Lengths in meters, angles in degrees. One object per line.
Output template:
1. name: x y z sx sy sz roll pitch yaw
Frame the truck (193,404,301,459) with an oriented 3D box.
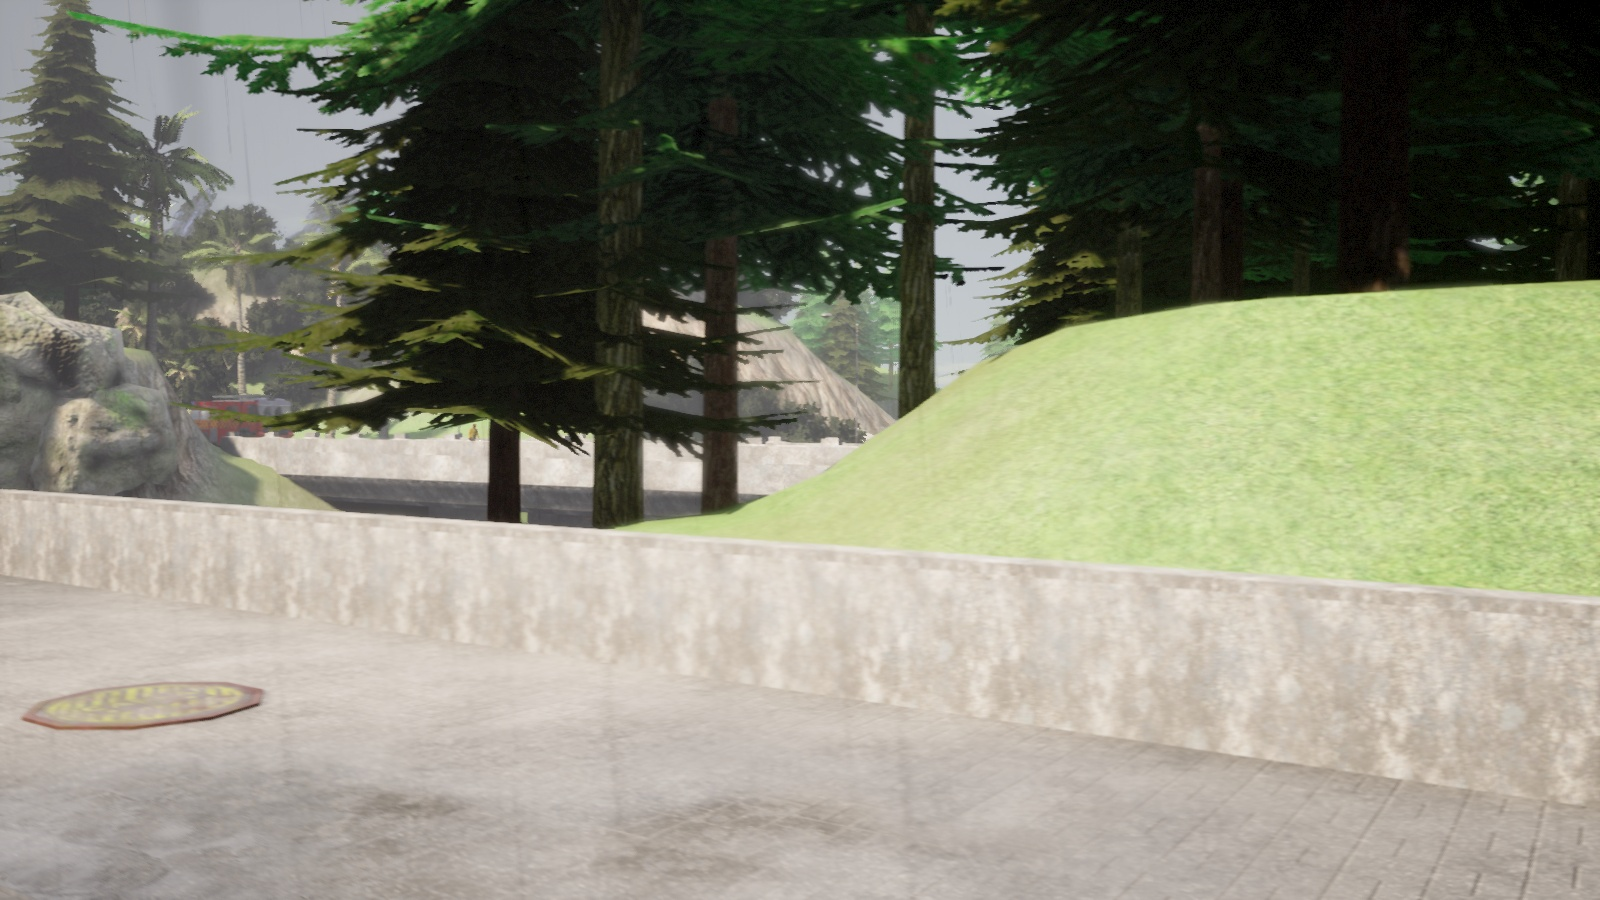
1. truck: -39.679 -1.302 89.978 8.468 3.827 2.891 0 1 34
